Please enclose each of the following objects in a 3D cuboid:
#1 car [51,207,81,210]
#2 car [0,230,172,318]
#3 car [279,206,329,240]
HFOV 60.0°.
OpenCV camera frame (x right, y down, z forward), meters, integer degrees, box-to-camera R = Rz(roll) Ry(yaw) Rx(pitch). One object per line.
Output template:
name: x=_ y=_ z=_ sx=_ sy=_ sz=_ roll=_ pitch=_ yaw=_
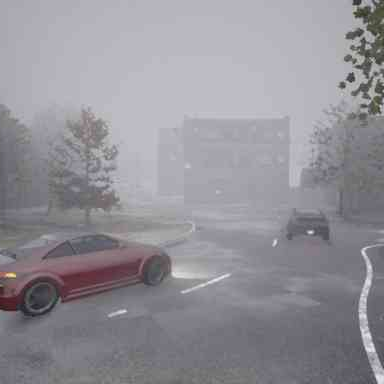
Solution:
car: x=-15.196 y=1.452 z=41.391 sx=4.892 sy=1.490 sz=1.837 roll=0 pitch=3 yaw=2
car: x=-2.445 y=1.561 z=7.616 sx=1.994 sy=1.385 sz=4.181 roll=0 pitch=0 yaw=43
car: x=5.630 y=1.492 z=16.975 sx=1.837 sy=1.490 sz=4.892 roll=1 pitch=0 yaw=10
